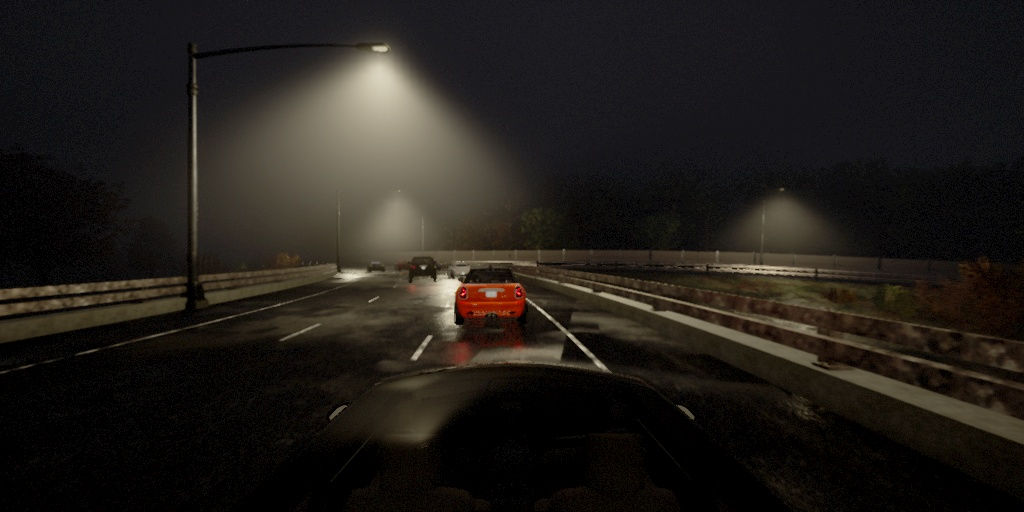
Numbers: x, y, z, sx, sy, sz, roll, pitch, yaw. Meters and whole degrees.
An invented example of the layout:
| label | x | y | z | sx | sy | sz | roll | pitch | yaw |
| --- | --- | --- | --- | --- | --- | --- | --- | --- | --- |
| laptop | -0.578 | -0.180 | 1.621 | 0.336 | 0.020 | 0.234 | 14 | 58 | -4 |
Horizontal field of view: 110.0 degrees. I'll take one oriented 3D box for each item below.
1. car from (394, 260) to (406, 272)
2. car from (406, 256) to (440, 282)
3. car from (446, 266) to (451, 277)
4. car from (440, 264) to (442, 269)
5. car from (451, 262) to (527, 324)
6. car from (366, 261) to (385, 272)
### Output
| label | x | y | z | sx | sy | sz | roll | pitch | yaw |
| --- | --- | --- | --- | --- | --- | --- | --- | --- | --- |
| car | -14.920 | 1.315 | 49.291 | 1.882 | 1.535 | 5.008 | 0 | -1 | -26 |
| car | -7.586 | 1.020 | 30.313 | 2.150 | 2.045 | 5.566 | 0 | 0 | -16 |
| car | -4.913 | 1.317 | 33.430 | 1.812 | 1.442 | 4.674 | 0 | 0 | -16 |
| car | -11.317 | 1.372 | 50.052 | 2.033 | 1.411 | 5.357 | 0 | 0 | -26 |
| car | -0.776 | 1.111 | 12.224 | 2.097 | 1.767 | 4.553 | 0 | 0 | -5 |
| car | -18.501 | 1.410 | 48.597 | 1.994 | 1.385 | 4.181 | 0 | 0 | -27 |
